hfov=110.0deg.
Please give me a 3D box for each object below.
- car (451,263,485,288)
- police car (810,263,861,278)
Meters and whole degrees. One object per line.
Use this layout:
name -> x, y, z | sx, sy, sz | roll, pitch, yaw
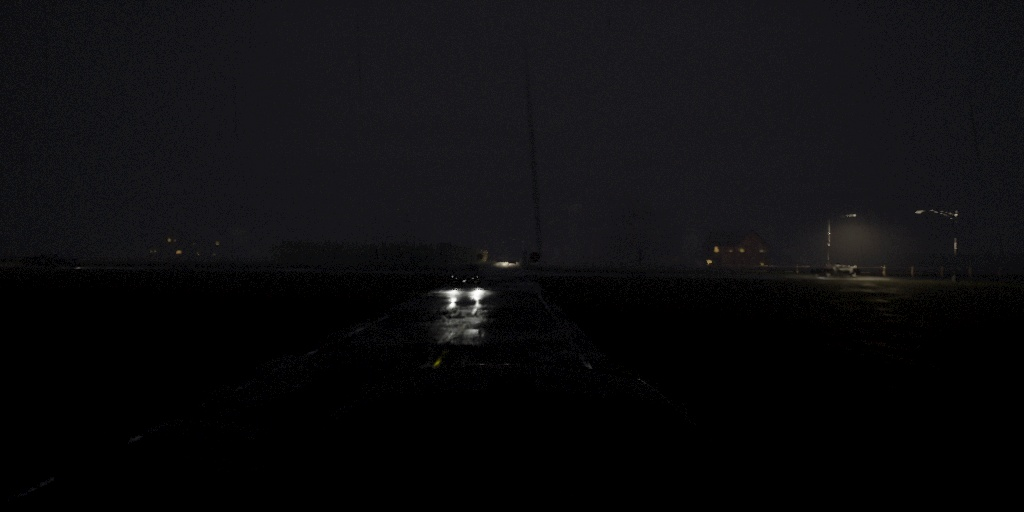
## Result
car -> -2.807, 1.254, 23.642 | 1.837, 1.490, 4.892 | 0, -1, 0
police car -> 39.010, 1.723, 43.389 | 5.238, 1.638, 1.930 | 1, 1, 0
